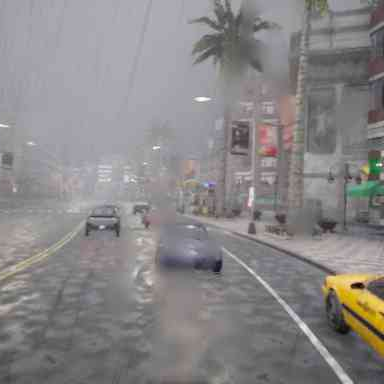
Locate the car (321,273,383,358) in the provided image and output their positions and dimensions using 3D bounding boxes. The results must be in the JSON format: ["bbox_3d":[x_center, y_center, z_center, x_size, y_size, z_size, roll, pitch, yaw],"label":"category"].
[{"bbox_3d":[3.226,1.601,4.116,1.801,1.575,5.366,1,-1,3],"label":"car"}]

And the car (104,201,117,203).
[{"bbox_3d":[-8.550,1.749,35.026,1.837,1.490,4.892,2,-1,-13],"label":"car"}]

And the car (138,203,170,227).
[{"bbox_3d":[-2.702,1.830,24.975,1.994,1.385,4.181,2,-1,-13],"label":"car"}]

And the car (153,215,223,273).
[{"bbox_3d":[-0.212,1.712,11.246,1.994,1.385,4.181,2,-1,-5],"label":"car"}]

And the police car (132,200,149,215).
[{"bbox_3d":[-5.931,1.792,38.804,1.930,1.638,5.238,2,-1,-13],"label":"police car"}]

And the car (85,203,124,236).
[{"bbox_3d":[-5.085,1.620,19.441,2.128,1.511,4.902,2,-1,-11],"label":"car"}]
